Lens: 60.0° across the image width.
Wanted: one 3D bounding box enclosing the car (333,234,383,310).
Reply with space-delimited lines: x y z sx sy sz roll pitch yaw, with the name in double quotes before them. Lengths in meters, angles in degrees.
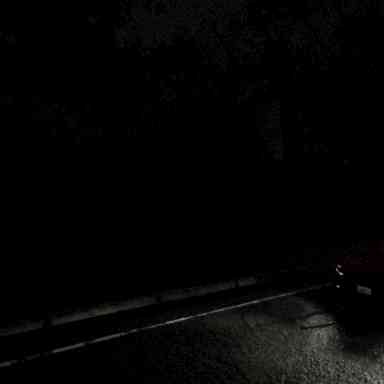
"car" 5.131 1.430 7.124 5.008 1.535 1.882 0 0 -32
